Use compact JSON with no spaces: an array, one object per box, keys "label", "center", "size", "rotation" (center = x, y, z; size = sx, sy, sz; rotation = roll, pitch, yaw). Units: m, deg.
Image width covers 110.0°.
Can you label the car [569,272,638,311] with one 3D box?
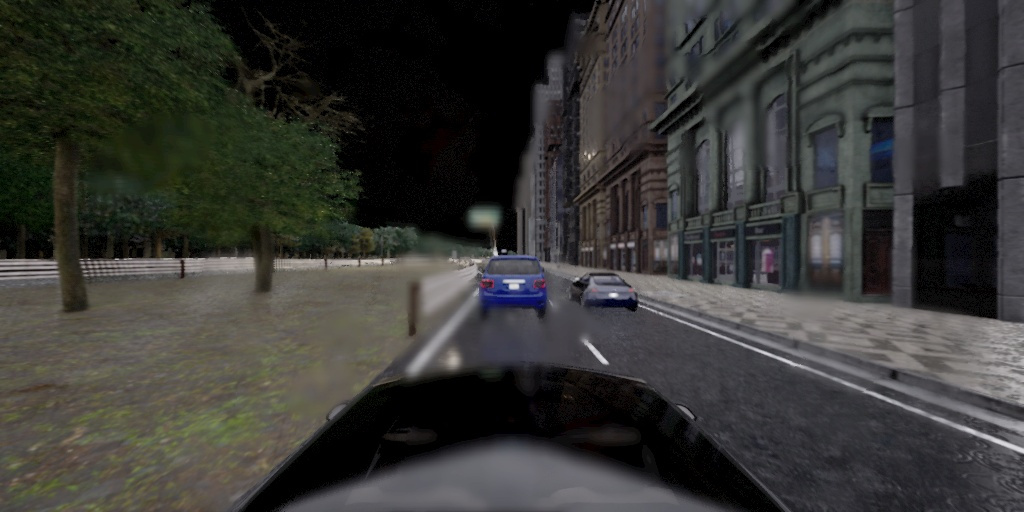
[{"label":"car","center":[3.584,1.351,14.637],"size":[1.994,1.385,4.181],"rotation":[0,0,0]}]

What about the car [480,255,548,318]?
[{"label":"car","center":[0.047,1.003,13.211],"size":[2.150,2.045,5.566],"rotation":[0,0,0]}]
